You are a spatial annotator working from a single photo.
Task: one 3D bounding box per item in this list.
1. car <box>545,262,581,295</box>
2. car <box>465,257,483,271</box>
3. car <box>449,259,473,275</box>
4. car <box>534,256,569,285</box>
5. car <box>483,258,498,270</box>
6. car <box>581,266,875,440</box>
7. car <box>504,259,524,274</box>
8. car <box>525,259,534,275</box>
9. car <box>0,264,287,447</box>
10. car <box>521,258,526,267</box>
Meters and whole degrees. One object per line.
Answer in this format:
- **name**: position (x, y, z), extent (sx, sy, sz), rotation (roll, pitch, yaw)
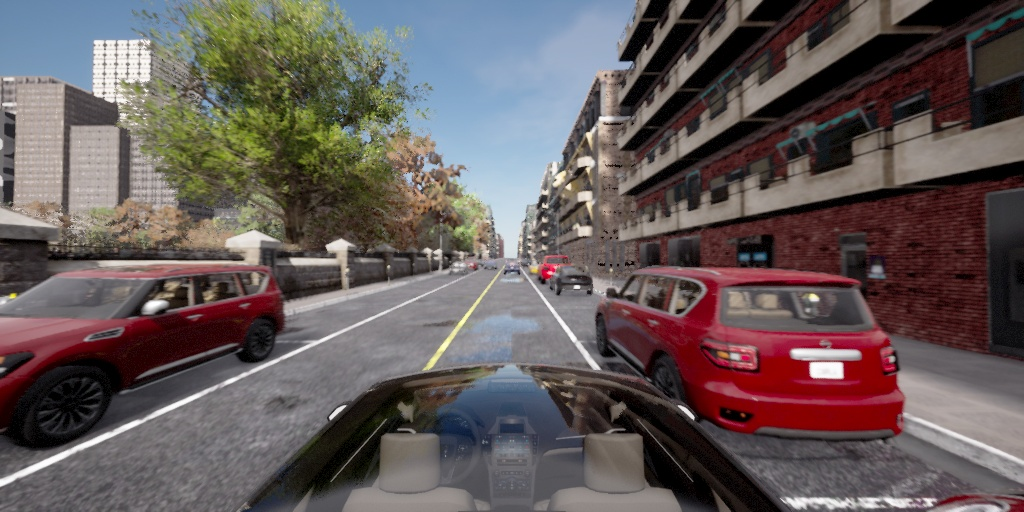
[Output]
- **car**: position (3.136, 1.263, 19.723), extent (1.837, 1.490, 4.892), rotation (0, 0, 0)
- **car**: position (-5.715, 1.093, 49.658), extent (2.192, 1.841, 5.009), rotation (0, 0, 0)
- **car**: position (-5.710, 1.322, 38.611), extent (2.007, 1.370, 4.403), rotation (0, 0, 0)
- **car**: position (3.093, 0.992, 26.755), extent (2.150, 2.045, 5.566), rotation (0, 0, 0)
- **car**: position (-3.085, 1.326, 52.480), extent (2.033, 1.411, 5.357), rotation (0, 0, 1)
- **car**: position (2.690, 1.066, 5.475), extent (2.192, 1.841, 5.009), rotation (0, 0, 0)
- **car**: position (0.029, 1.320, 41.019), extent (2.033, 1.411, 5.357), rotation (0, 0, 0)
- **car**: position (2.671, 1.295, 38.785), extent (1.751, 1.417, 4.829), rotation (0, 0, 0)
- **car**: position (-5.691, 1.068, 5.471), extent (2.192, 1.841, 5.009), rotation (0, 0, 0)
- **car**: position (2.658, 1.348, 60.709), extent (1.948, 1.339, 4.313), rotation (0, 0, 0)
